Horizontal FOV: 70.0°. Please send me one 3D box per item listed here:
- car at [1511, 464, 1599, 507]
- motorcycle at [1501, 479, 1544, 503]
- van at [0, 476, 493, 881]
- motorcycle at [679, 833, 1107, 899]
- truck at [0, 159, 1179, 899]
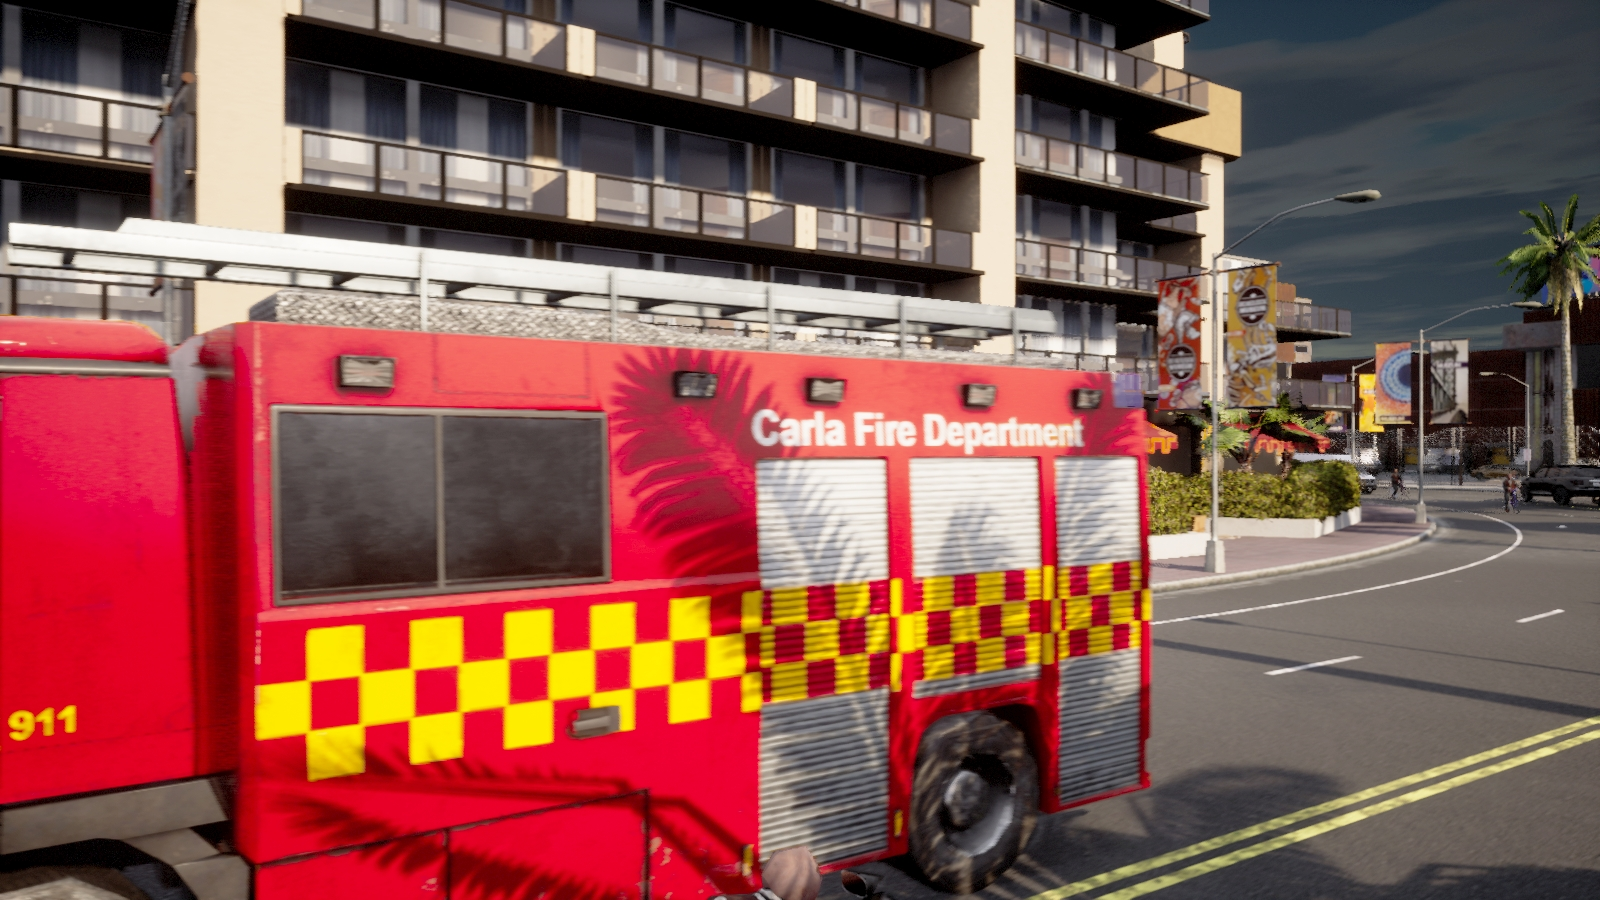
[{"bbox_3d":[39.714,1.780,59.484,2.150,2.045,5.566,0,0,3],"label":"car"},{"bbox_3d":[38.752,2.182,61.296,0.856,1.236,1.805,0,0,-36],"label":"motorcycle"},{"bbox_3d":[-5.509,1.534,8.473,5.915,2.561,1.988,0,0,-35],"label":"van"},{"bbox_3d":[-0.074,2.205,3.726,2.209,1.251,0.867,0,0,-35],"label":"motorcycle"},{"bbox_3d":[-1.691,0.890,6.581,8.468,3.827,2.891,0,0,-35],"label":"truck"}]
